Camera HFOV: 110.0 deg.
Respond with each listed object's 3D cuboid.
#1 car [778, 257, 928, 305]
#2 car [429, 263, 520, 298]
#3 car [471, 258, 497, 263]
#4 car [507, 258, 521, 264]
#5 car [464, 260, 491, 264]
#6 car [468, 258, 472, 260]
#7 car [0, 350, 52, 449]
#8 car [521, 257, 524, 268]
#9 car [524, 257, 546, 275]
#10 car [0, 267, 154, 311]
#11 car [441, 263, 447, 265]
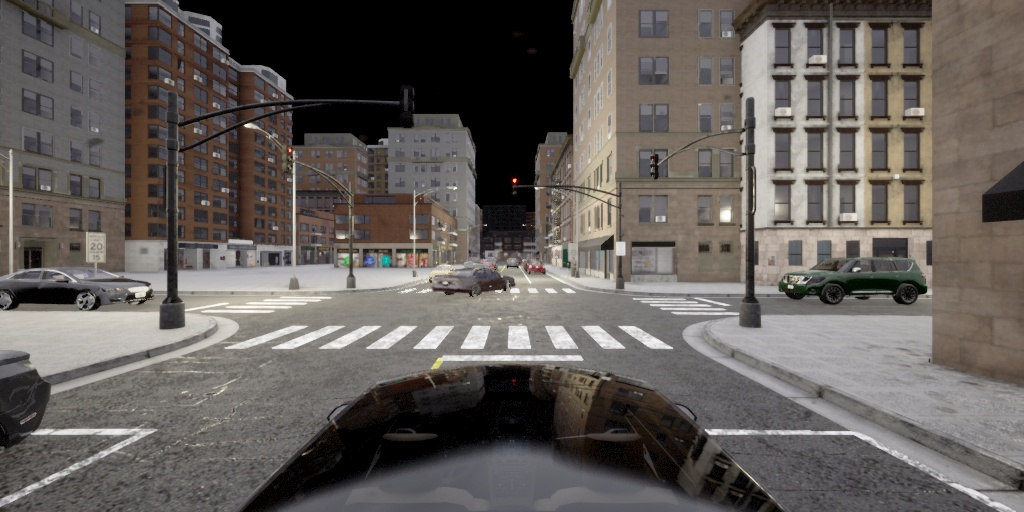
[{"bbox_3d":[15.348,1.056,16.285,5.566,2.045,2.150,0,0,-2],"label":"car"},{"bbox_3d":[-1.853,1.294,18.809,2.033,1.411,5.357,0,0,30],"label":"car"},{"bbox_3d":[-2.841,1.229,37.527,1.882,1.535,5.008,0,0,0],"label":"car"},{"bbox_3d":[0.110,1.317,58.529,1.994,1.385,4.181,0,0,1],"label":"car"},{"bbox_3d":[-2.820,1.255,27.210,1.837,1.490,4.892,0,0,-1],"label":"car"},{"bbox_3d":[-5.375,1.302,45.464,2.007,1.370,4.403,0,0,0],"label":"car"},{"bbox_3d":[-5.388,1.300,1.633,2.007,1.370,4.403,0,0,0],"label":"car"},{"bbox_3d":[2.650,1.066,45.461,2.192,1.841,5.009,0,0,0],"label":"car"},{"bbox_3d":[2.648,1.191,39.799,1.967,1.591,4.097,0,0,0],"label":"car"},{"bbox_3d":[-16.223,1.167,13.290,4.902,1.511,2.128,0,0,0],"label":"car"},{"bbox_3d":[-5.380,1.276,28.308,1.751,1.417,4.829,0,0,0],"label":"car"}]
